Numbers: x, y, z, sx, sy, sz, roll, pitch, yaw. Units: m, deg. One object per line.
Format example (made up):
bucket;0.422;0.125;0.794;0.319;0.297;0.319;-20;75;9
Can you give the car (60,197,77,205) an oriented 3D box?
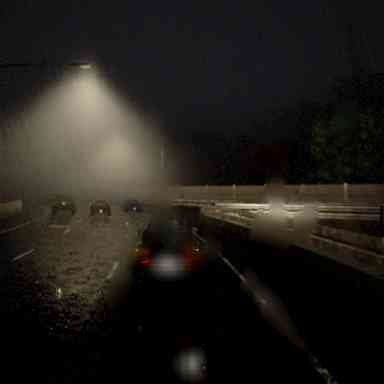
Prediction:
car;-22.386;1.630;60.209;1.994;1.385;4.181;0;0;-33

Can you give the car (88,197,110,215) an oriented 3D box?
car;-9.434;1.540;34.026;1.837;1.490;4.892;0;0;-18

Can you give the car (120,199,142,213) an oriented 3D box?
car;-6.861;1.557;37.273;1.812;1.442;4.674;0;0;-20

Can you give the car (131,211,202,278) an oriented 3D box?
car;-0.782;1.533;10.070;1.812;1.442;4.674;0;0;-5

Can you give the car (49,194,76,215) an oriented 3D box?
car;-13.586;1.263;35.428;2.150;2.045;5.566;0;0;-20

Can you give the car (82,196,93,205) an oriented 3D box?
car;-18.866;1.552;61.282;1.837;1.490;4.892;2;-2;-33

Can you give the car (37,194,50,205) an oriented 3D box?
car;-26.223;1.293;59.787;2.150;2.045;5.566;0;0;-35
